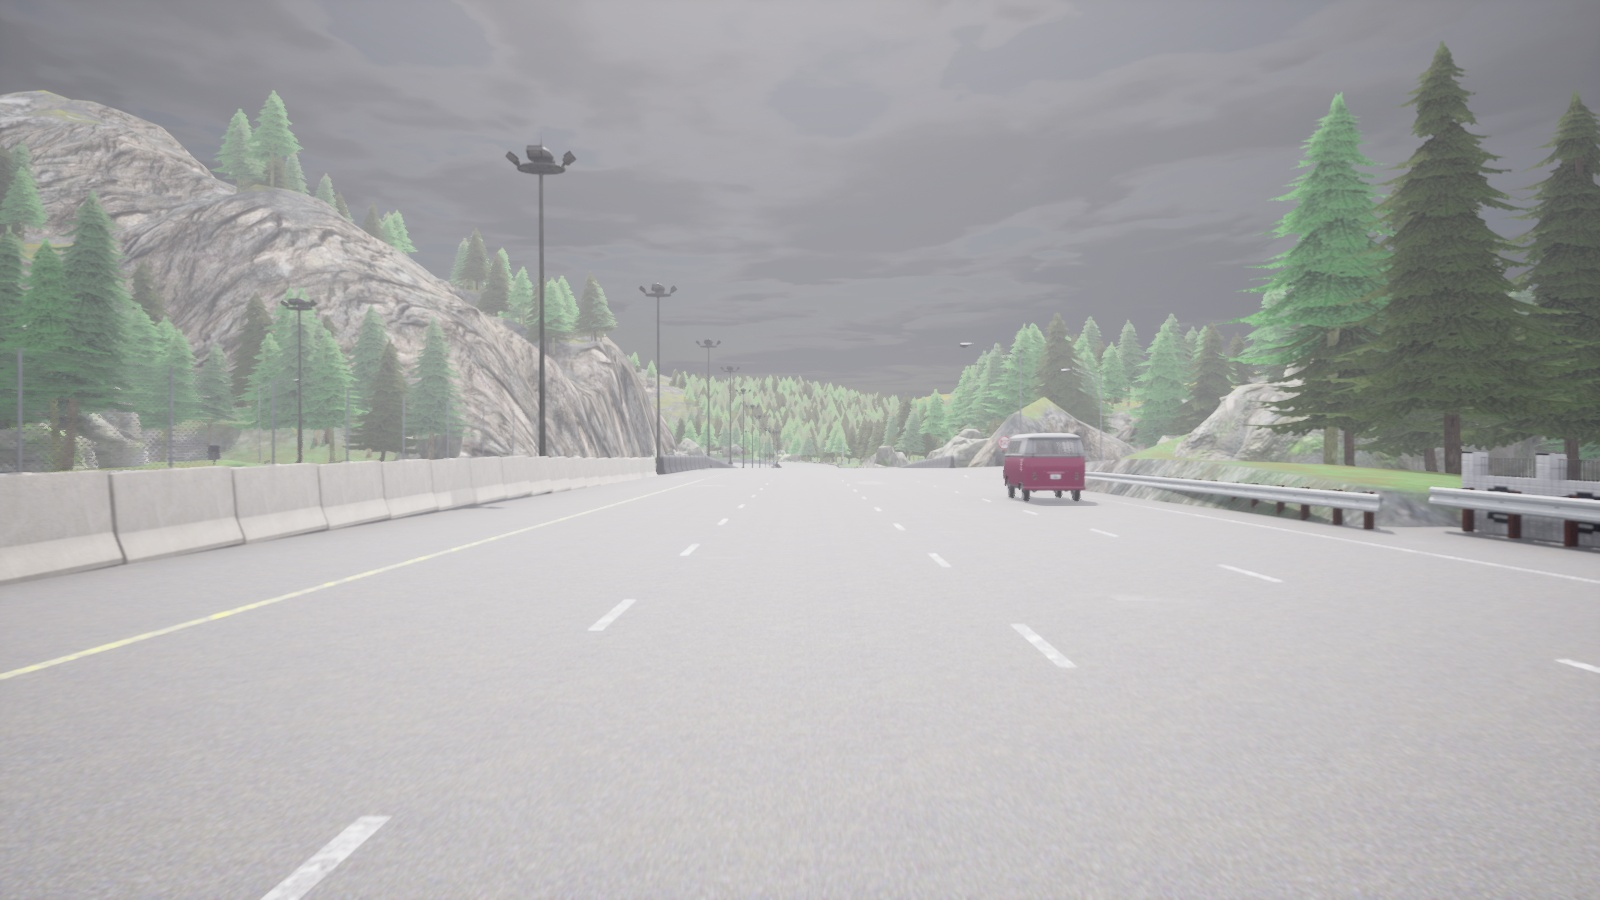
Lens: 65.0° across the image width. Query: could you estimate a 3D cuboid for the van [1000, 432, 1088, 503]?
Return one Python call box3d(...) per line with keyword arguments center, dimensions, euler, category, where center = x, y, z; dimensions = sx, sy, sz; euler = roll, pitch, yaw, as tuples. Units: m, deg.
box3d(center=(7.229, 0.501, 37.586), dimensions=(1.775, 1.987, 4.442), euler=(0, 0, 0), category="van")
